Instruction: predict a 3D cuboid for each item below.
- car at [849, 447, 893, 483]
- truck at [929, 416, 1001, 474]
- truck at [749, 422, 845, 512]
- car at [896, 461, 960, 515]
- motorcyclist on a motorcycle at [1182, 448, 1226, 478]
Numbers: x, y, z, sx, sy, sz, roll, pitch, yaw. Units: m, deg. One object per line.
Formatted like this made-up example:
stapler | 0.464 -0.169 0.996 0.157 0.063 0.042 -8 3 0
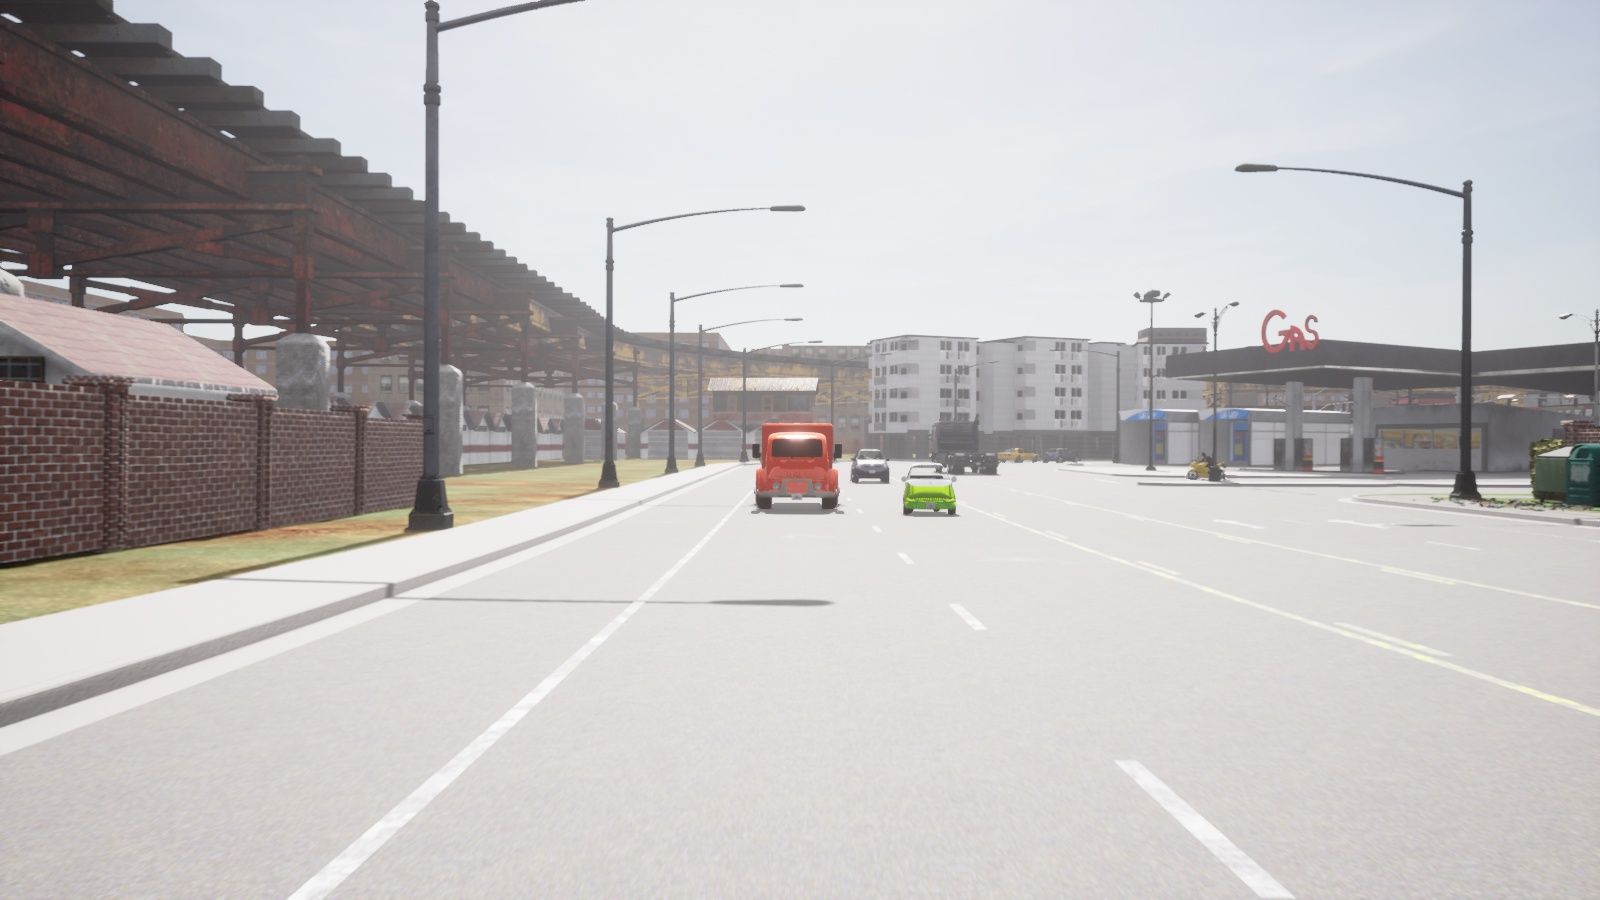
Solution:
car | 3.364 0.690 59.976 1.851 1.617 3.988 0 0 0
truck | 10.359 -0.330 79.476 2.891 3.462 7.936 0 0 -5
truck | -0.086 0.451 37.156 2.627 2.467 5.204 0 0 0
car | 3.424 0.997 33.860 1.481 1.376 2.207 0 0 0
motorcyclist on a motorcycle | 21.179 0.669 65.797 2.044 1.523 0.797 -1 0 0
